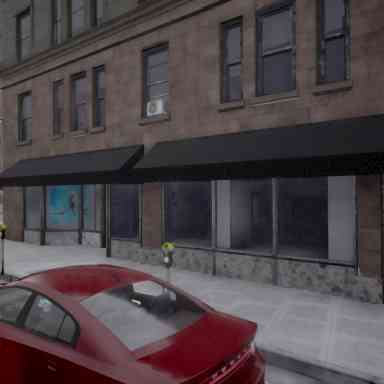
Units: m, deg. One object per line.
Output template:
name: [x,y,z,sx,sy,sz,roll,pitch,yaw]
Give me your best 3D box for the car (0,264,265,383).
car: [-1.416,1.545,3.876,4.507,1.381,1.887,0,0,36]
